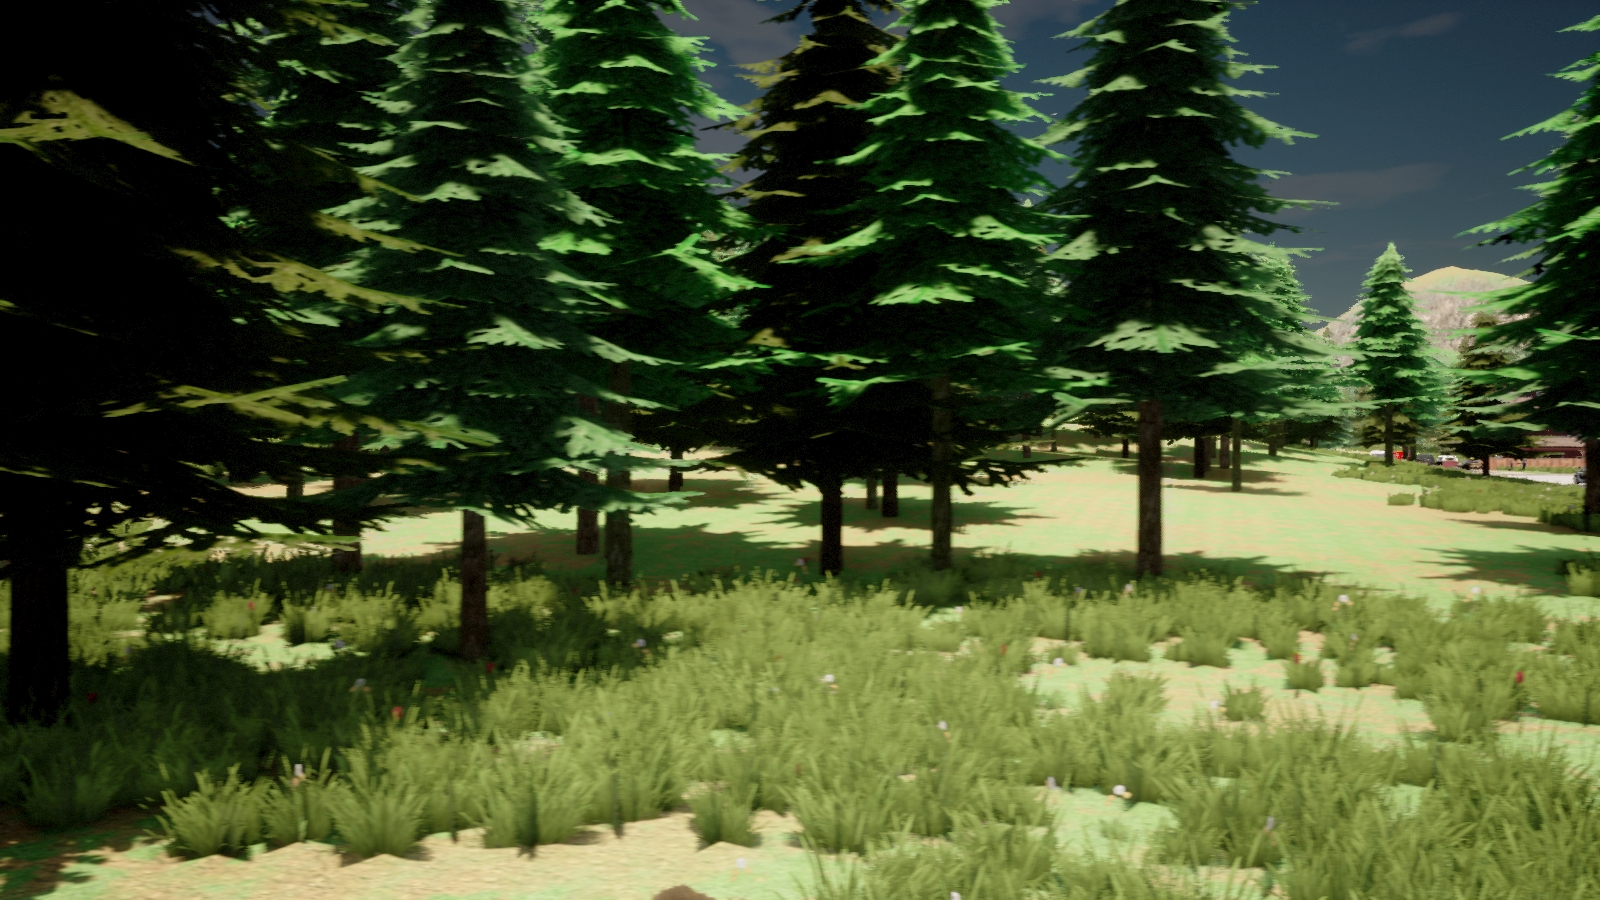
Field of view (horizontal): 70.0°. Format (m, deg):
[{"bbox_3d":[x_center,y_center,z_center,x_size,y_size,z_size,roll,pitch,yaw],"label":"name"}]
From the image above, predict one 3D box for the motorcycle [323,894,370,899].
[{"bbox_3d":[-0.632,2.170,3.184,2.356,1.277,0.764,0,0,20],"label":"motorcycle"}]
